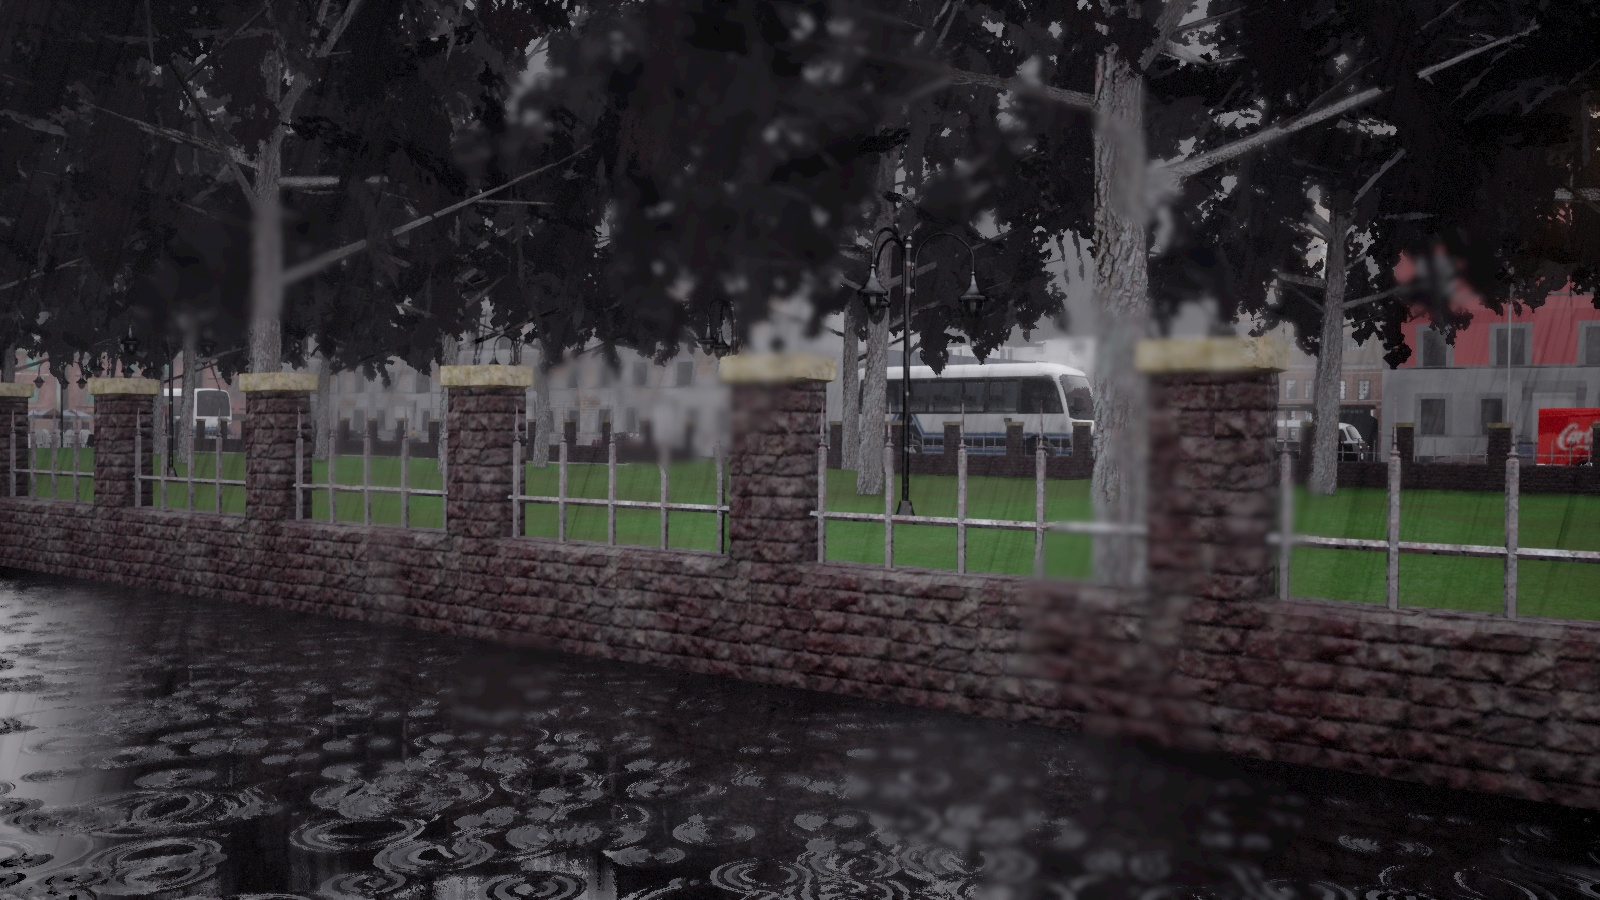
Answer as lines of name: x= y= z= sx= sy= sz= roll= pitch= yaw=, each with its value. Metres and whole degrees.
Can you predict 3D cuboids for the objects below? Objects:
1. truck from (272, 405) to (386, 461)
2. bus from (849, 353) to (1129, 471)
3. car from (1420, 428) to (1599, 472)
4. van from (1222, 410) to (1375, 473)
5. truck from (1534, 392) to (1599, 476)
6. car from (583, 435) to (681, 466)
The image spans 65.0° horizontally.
truck: x=-30.652 y=-1.087 z=81.598 sx=7.936 sy=3.462 sz=2.891 roll=0 pitch=1 yaw=35
bus: x=7.328 y=-1.390 z=49.699 sx=10.273 sy=4.253 sz=3.944 roll=0 pitch=1 yaw=35
car: x=24.186 y=-0.022 z=42.643 sx=5.357 sy=1.411 sz=2.033 roll=0 pitch=1 yaw=35
van: x=16.983 y=-0.284 z=42.855 sx=4.480 sy=2.038 sz=2.069 roll=0 pitch=1 yaw=35
truck: x=24.907 y=-0.489 z=37.226 sx=5.204 sy=2.467 sz=2.627 roll=0 pitch=1 yaw=36
car: x=-8.153 y=0.002 z=60.745 sx=4.674 sy=1.442 sz=1.812 roll=0 pitch=1 yaw=35
